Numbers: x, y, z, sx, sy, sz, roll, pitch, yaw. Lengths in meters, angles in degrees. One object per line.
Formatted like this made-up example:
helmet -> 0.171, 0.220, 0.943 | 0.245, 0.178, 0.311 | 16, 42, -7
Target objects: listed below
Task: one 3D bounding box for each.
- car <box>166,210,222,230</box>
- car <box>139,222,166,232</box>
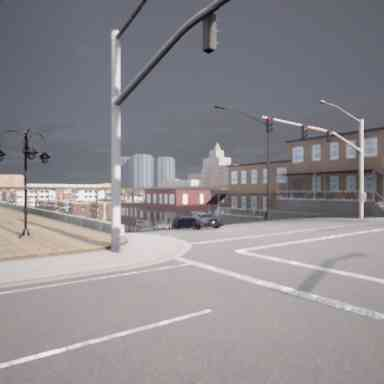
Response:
car -> 0.283, 2.040, 24.339 | 1.994, 1.385, 4.181 | 0, -4, -36
car -> -4.017, 4.065, 36.416 | 1.895, 1.301, 4.718 | 0, -12, -36
